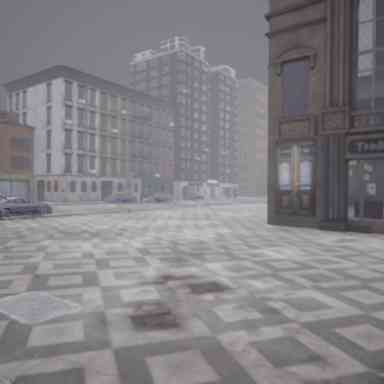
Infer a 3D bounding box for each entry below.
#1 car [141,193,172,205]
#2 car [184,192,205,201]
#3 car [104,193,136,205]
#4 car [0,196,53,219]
[{"bbox_3d":[-4.765,0.874,45.227,2.128,1.511,4.902,1,1,36],"label":"car"},{"bbox_3d":[0.500,0.764,58.082,1.812,1.442,4.674,1,1,35],"label":"car"},{"bbox_3d":[-9.479,0.881,44.218,1.812,1.442,4.674,1,1,35],"label":"car"},{"bbox_3d":[-12.089,1.062,23.440,1.994,1.385,4.181,1,1,35],"label":"car"}]
